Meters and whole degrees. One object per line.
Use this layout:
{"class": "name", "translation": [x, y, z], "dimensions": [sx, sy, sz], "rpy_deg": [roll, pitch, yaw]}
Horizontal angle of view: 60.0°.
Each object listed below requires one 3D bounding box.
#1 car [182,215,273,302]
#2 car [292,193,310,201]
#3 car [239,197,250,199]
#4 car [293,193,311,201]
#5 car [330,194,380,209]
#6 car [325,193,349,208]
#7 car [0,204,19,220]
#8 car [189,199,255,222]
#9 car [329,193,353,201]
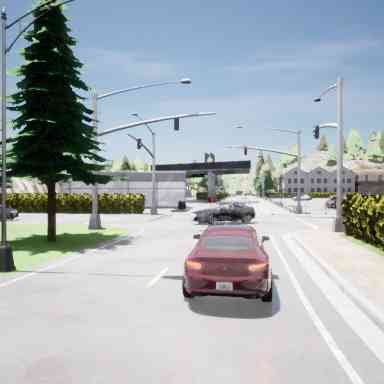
{"class": "car", "translation": [0.941, 1.526, 8.249], "dimensions": [1.812, 1.442, 4.674], "rpy_deg": [0, 0, 9]}
{"class": "car", "translation": [24.912, 1.361, 75.867], "dimensions": [3.806, 1.475, 1.970], "rpy_deg": [0, 0, 9]}
{"class": "car", "translation": [9.315, 1.525, 58.852], "dimensions": [1.812, 1.442, 4.674], "rpy_deg": [0, 0, 10]}
{"class": "car", "translation": [26.042, 1.077, 79.052], "dimensions": [3.866, 1.878, 1.905], "rpy_deg": [0, 0, 9]}
{"class": "car", "translation": [19.087, 1.339, 38.929], "dimensions": [4.514, 1.523, 2.007], "rpy_deg": [0, 0, 9]}
{"class": "car", "translation": [19.533, 1.330, 42.034], "dimensions": [5.027, 1.636, 2.152], "rpy_deg": [0, 0, 9]}
{"class": "car", "translation": [-16.205, 1.491, 26.282], "dimensions": [4.902, 1.511, 2.128], "rpy_deg": [0, 0, 9]}
{"class": "car", "translation": [2.152, 1.491, 23.256], "dimensions": [4.902, 1.511, 2.128], "rpy_deg": [0, -1, -29]}
{"class": "car", "translation": [33.290, 1.097, 74.560], "dimensions": [4.605, 1.855, 1.932], "rpy_deg": [0, 0, 9]}
